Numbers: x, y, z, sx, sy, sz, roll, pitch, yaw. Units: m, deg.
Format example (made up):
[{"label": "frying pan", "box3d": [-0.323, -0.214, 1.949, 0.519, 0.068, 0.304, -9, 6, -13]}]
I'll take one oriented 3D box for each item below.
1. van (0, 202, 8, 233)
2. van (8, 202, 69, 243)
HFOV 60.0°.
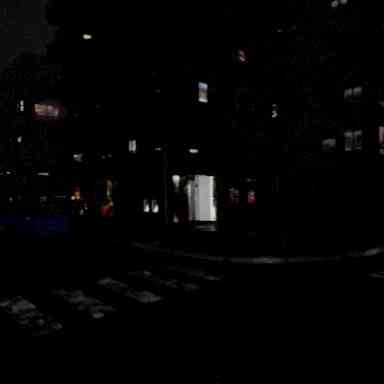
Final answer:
[{"label": "van", "box3d": [-11.460, 1.542, 21.001, 1.690, 1.788, 3.998, -3, 1, -42]}, {"label": "van", "box3d": [-7.703, 1.460, 16.846, 1.690, 1.788, 3.998, -3, 1, -42]}]
